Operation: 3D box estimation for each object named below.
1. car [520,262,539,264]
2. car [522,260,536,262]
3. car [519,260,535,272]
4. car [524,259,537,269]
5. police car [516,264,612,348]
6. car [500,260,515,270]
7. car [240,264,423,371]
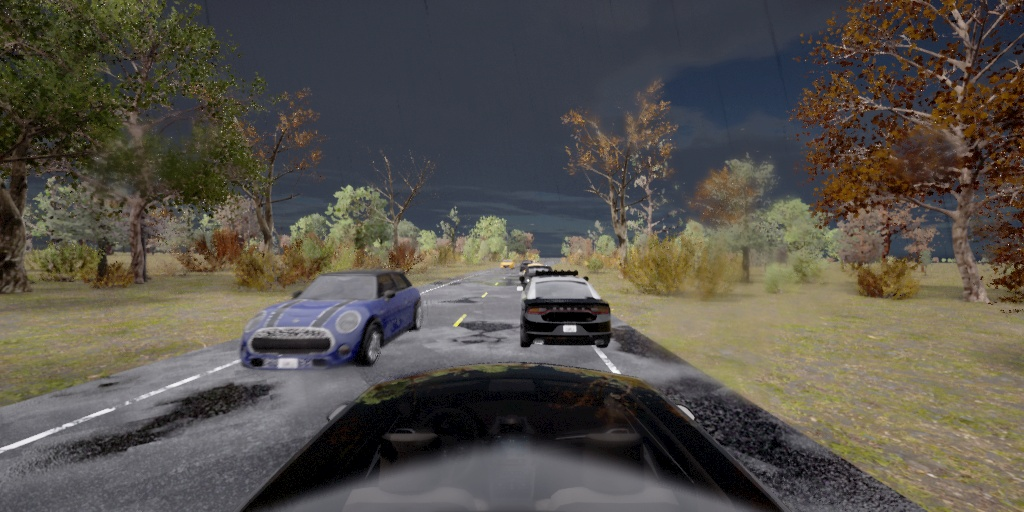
[{"bbox_3d":[1.427,1.259,19.228,1.837,1.490,4.892,0,0,2],"label":"car"},{"bbox_3d":[1.679,1.213,25.387,1.801,1.575,5.366,0,0,3],"label":"car"},{"bbox_3d":[2.097,1.322,47.880,1.837,1.490,4.892,0,0,5],"label":"car"},{"bbox_3d":[3.220,1.352,60.738,1.882,1.535,5.008,0,0,6],"label":"car"},{"bbox_3d":[1.150,1.176,9.387,1.930,1.638,5.238,0,0,1],"label":"police car"},{"bbox_3d":[-0.661,1.331,56.297,1.882,1.535,5.008,0,0,6],"label":"car"},{"bbox_3d":[-3.499,1.102,7.911,2.097,1.767,4.553,0,0,1],"label":"car"}]
